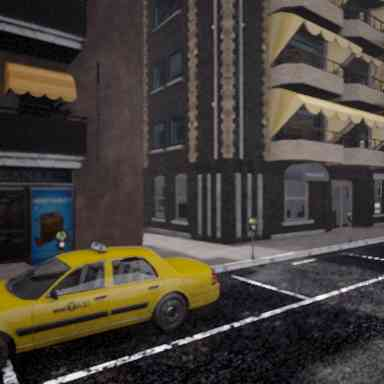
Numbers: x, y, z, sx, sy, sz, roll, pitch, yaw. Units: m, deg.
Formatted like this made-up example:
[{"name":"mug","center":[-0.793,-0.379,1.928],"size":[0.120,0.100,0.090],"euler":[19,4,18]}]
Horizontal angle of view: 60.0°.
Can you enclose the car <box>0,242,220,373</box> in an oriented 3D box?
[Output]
[{"name":"car","center":[-1.757,1.532,5.309],"size":[4.829,1.417,1.752],"euler":[0,0,-36]}]
